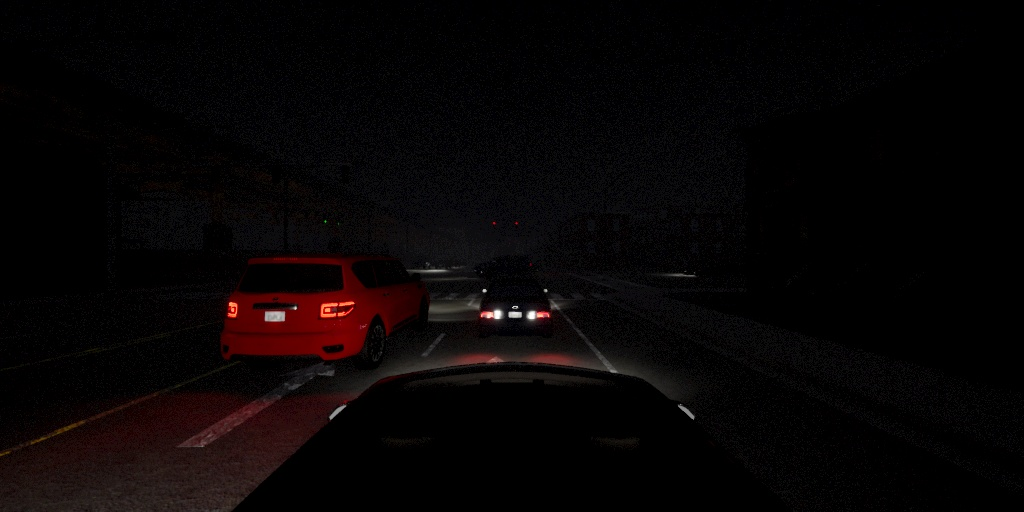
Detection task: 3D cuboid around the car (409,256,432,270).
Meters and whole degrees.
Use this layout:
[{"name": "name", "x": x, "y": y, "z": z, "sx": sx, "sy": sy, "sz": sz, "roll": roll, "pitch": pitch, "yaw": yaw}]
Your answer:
[{"name": "car", "x": -14.059, "y": 0.971, "z": 55.623, "sx": 2.150, "sy": 2.045, "sz": 5.566, "roll": 0, "pitch": 0, "yaw": 0}]

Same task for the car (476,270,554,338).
[{"name": "car", "x": 0.085, "y": 1.297, "z": 10.146, "sx": 2.033, "sy": 1.411, "sz": 5.357, "roll": 0, "pitch": 0, "yaw": 0}]

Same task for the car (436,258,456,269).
[{"name": "car", "x": -10.563, "y": 1.241, "z": 55.415, "sx": 2.128, "sy": 1.511, "sz": 4.902, "roll": 0, "pitch": 0, "yaw": 0}]

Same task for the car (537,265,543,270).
[{"name": "car", "x": 1.481, "y": 1.351, "z": 43.301, "sx": 1.895, "sy": 1.301, "sz": 4.718, "roll": 0, "pitch": 0, "yaw": -41}]

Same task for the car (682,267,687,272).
[{"name": "car", "x": 21.709, "y": 1.297, "z": 39.396, "sx": 5.357, "sy": 1.411, "sz": 2.033, "roll": 0, "pitch": 0, "yaw": 0}]

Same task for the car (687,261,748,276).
[{"name": "car", "x": 20.923, "y": 1.297, "z": 35.892, "sx": 5.357, "sy": 1.411, "sz": 2.033, "roll": 0, "pitch": 0, "yaw": 1}]

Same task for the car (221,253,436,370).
[{"name": "car", "x": -3.424, "y": 0.971, "z": 7.893, "sx": 2.150, "sy": 2.045, "sz": 5.566, "roll": 0, "pitch": 0, "yaw": 0}]

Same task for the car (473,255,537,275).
[{"name": "car", "x": -0.837, "y": 0.970, "z": 33.342, "sx": 5.566, "sy": 2.045, "sz": 2.150, "roll": 0, "pitch": -1, "yaw": -27}]
